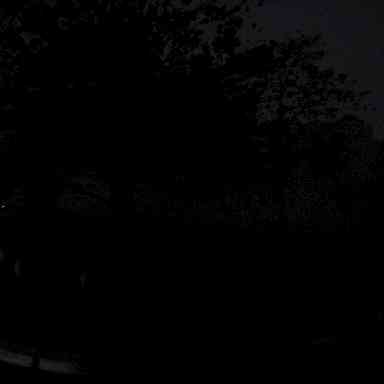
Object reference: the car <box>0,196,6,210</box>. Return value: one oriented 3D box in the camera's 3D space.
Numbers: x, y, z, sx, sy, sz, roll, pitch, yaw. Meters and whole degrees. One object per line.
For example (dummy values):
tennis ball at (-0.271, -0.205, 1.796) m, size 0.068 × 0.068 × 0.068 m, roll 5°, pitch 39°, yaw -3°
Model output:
car at (-30.802, 1.709, 48.916) m, size 2.435 × 2.045 × 5.566 m, roll -2°, pitch -1°, yaw 32°

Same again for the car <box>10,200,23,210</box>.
car at (-25.737, 1.712, 45.784) m, size 2.185 × 1.767 × 4.553 m, roll -1°, pitch -1°, yaw 32°

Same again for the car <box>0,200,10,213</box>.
car at (-23.372, 1.782, 38.872) m, size 4.674 × 1.442 × 1.812 m, roll -1°, pitch -1°, yaw 43°
